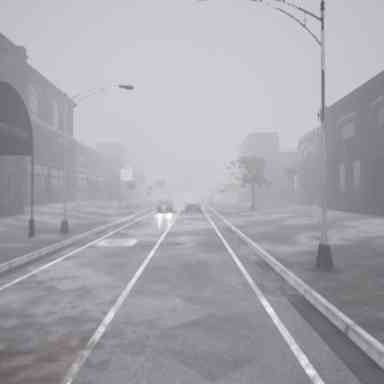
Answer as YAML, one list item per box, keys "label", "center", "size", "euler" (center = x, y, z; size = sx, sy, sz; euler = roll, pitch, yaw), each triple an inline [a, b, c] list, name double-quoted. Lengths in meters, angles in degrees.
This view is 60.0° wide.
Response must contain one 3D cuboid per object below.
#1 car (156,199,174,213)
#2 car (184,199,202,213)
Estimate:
- label: "car"
  center: [-3.090, 1.560, 38.951]
  size: [2.128, 1.511, 4.902]
  euler: [0, 0, 0]
- label: "car"
  center: [0.112, 1.573, 38.280]
  size: [1.812, 1.442, 4.674]
  euler: [0, 2, 0]
